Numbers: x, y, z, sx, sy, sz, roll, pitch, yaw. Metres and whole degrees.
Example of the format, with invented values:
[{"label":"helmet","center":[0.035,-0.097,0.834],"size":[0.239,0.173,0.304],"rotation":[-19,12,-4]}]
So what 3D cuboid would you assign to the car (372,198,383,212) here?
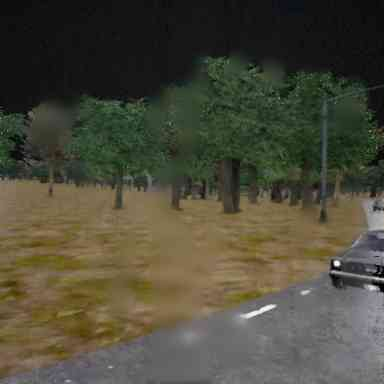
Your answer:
[{"label":"car","center":[25.697,1.987,45.294],"size":[1.837,1.490,4.892],"rotation":[1,0,27]}]

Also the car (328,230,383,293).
[{"label":"car","center":[5.200,1.712,8.622],"size":[1.895,1.301,4.718],"rotation":[0,0,41]}]
